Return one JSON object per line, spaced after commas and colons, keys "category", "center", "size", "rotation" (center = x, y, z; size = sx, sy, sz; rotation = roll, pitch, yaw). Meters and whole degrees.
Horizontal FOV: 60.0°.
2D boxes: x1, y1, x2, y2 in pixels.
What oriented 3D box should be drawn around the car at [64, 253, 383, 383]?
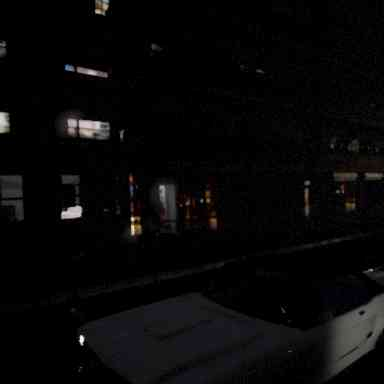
{"category": "car", "center": [0.994, 1.575, 4.203], "size": [4.718, 1.301, 1.895], "rotation": [-1, 0, -38]}
